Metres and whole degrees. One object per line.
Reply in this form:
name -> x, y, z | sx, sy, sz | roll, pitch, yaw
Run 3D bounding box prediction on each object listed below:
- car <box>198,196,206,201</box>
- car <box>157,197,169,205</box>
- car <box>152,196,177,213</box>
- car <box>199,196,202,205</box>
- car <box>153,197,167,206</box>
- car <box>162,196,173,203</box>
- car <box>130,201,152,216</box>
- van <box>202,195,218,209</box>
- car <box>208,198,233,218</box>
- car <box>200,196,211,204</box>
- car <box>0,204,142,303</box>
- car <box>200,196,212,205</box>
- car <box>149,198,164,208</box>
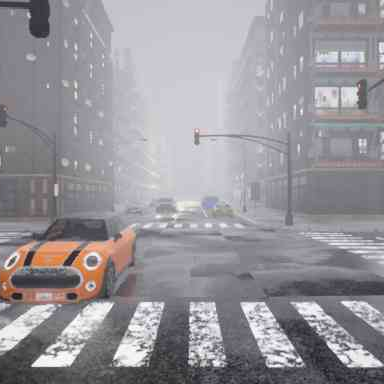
car -> 2.598, 1.627, 83.617 | 1.887, 1.381, 4.507 | 1, 0, 0
car -> -5.289, 1.627, 60.940 | 1.802, 1.307, 4.206 | 1, 0, 0
car -> -2.739, 1.364, 36.231 | 2.097, 1.767, 4.553 | 0, 0, 0
car -> 2.591, 1.346, 49.681 | 2.192, 1.841, 5.009 | 1, 0, 0
car -> -5.290, 1.563, 55.112 | 1.752, 1.417, 4.829 | 1, 0, 0
car -> -5.286, 1.612, 72.256 | 2.008, 1.369, 4.403 | 1, 0, 0
car -> -5.426, 1.565, 32.651 | 2.008, 1.369, 4.403 | 1, 0, 0
van -> 2.622, 1.366, 44.027 | 1.690, 1.788, 3.998 | 1, 0, 0
car -> 2.713, 1.537, 30.194 | 1.752, 1.417, 4.829 | 1, 0, 0
car -> 2.593, 1.604, 66.649 | 2.008, 1.369, 4.403 | 1, 0, 0
car -> -2.747, 1.353, 8.412 | 2.097, 1.767, 4.553 | 0, 0, 0
car -> 2.593, 1.485, 60.993 | 1.967, 1.590, 4.097 | 1, 0, 0
car -> -5.292, 1.613, 49.624 | 1.802, 1.307, 4.206 | 1, 0, 0
